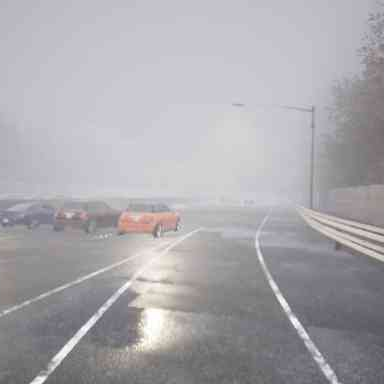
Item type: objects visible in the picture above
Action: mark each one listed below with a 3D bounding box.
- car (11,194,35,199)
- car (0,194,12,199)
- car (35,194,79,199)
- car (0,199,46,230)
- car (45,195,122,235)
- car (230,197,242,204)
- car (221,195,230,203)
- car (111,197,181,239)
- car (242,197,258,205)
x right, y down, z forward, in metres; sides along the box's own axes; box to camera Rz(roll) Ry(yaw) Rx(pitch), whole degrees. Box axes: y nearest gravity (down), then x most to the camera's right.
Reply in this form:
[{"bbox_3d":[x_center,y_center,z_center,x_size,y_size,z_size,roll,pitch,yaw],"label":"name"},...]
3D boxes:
[{"bbox_3d":[-20.670,1.109,43.379,1.812,1.442,4.674,1,0,15],"label":"car"},{"bbox_3d":[-24.195,1.015,43.720,1.812,1.442,4.674,1,0,15],"label":"car"},{"bbox_3d":[-17.215,1.164,42.771,2.128,1.511,4.902,1,0,15],"label":"car"},{"bbox_3d":[-8.914,1.318,19.194,1.812,1.442,4.674,1,0,15],"label":"car"},{"bbox_3d":[-5.514,1.231,18.353,2.097,1.767,4.553,1,0,15],"label":"car"},{"bbox_3d":[11.253,2.092,81.744,1.882,1.535,5.008,1,0,15],"label":"car"},{"bbox_3d":[8.893,1.797,86.477,2.150,2.045,5.566,1,0,15],"label":"car"},{"bbox_3d":[-2.087,1.319,17.611,2.097,1.767,4.553,1,0,15],"label":"car"},{"bbox_3d":[13.123,1.990,75.121,2.097,1.767,4.553,1,0,15],"label":"car"}]
